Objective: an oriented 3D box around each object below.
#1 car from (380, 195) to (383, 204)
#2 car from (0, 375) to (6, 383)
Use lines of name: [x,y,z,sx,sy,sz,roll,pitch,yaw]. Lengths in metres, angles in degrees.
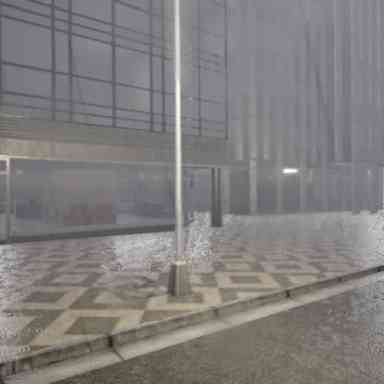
car: [41.376,1.481,67.768,2.192,1.841,5.009,0,1,-36]
car: [-3.312,1.484,1.016,4.902,1.511,2.128,0,0,-35]
